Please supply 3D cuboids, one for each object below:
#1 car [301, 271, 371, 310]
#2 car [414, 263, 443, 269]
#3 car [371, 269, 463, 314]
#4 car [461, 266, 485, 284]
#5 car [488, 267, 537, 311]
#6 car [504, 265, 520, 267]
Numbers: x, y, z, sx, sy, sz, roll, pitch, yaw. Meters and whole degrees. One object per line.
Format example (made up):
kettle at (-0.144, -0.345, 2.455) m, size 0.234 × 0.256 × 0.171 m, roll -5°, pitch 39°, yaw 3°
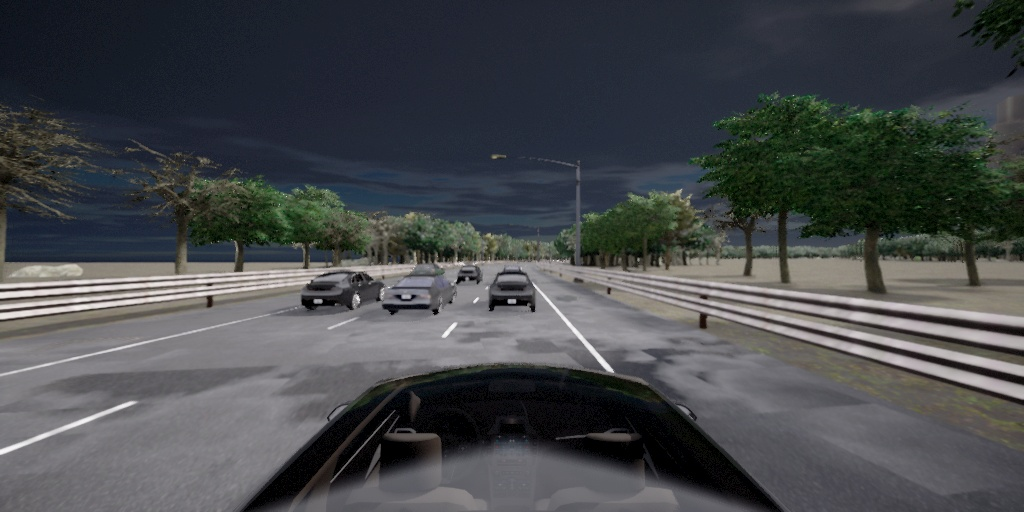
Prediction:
car at (-6.983, 1.392, 15.365) m, size 1.837 × 1.490 × 4.892 m, roll 0°, pitch 0°, yaw 0°
car at (-6.982, 1.382, 30.274) m, size 2.097 × 1.767 × 4.553 m, roll 0°, pitch -1°, yaw 0°
car at (-3.493, 1.423, 14.385) m, size 2.033 × 1.411 × 5.357 m, roll 0°, pitch -1°, yaw 0°
car at (-3.483, 1.539, 30.352) m, size 1.837 × 1.490 × 4.892 m, roll 0°, pitch 0°, yaw 0°
car at (0.017, 1.392, 15.348) m, size 1.837 × 1.490 × 4.892 m, roll 0°, pitch 0°, yaw 0°
car at (0.017, 1.525, 30.353) m, size 2.128 × 1.511 × 4.902 m, roll 0°, pitch 0°, yaw 0°
